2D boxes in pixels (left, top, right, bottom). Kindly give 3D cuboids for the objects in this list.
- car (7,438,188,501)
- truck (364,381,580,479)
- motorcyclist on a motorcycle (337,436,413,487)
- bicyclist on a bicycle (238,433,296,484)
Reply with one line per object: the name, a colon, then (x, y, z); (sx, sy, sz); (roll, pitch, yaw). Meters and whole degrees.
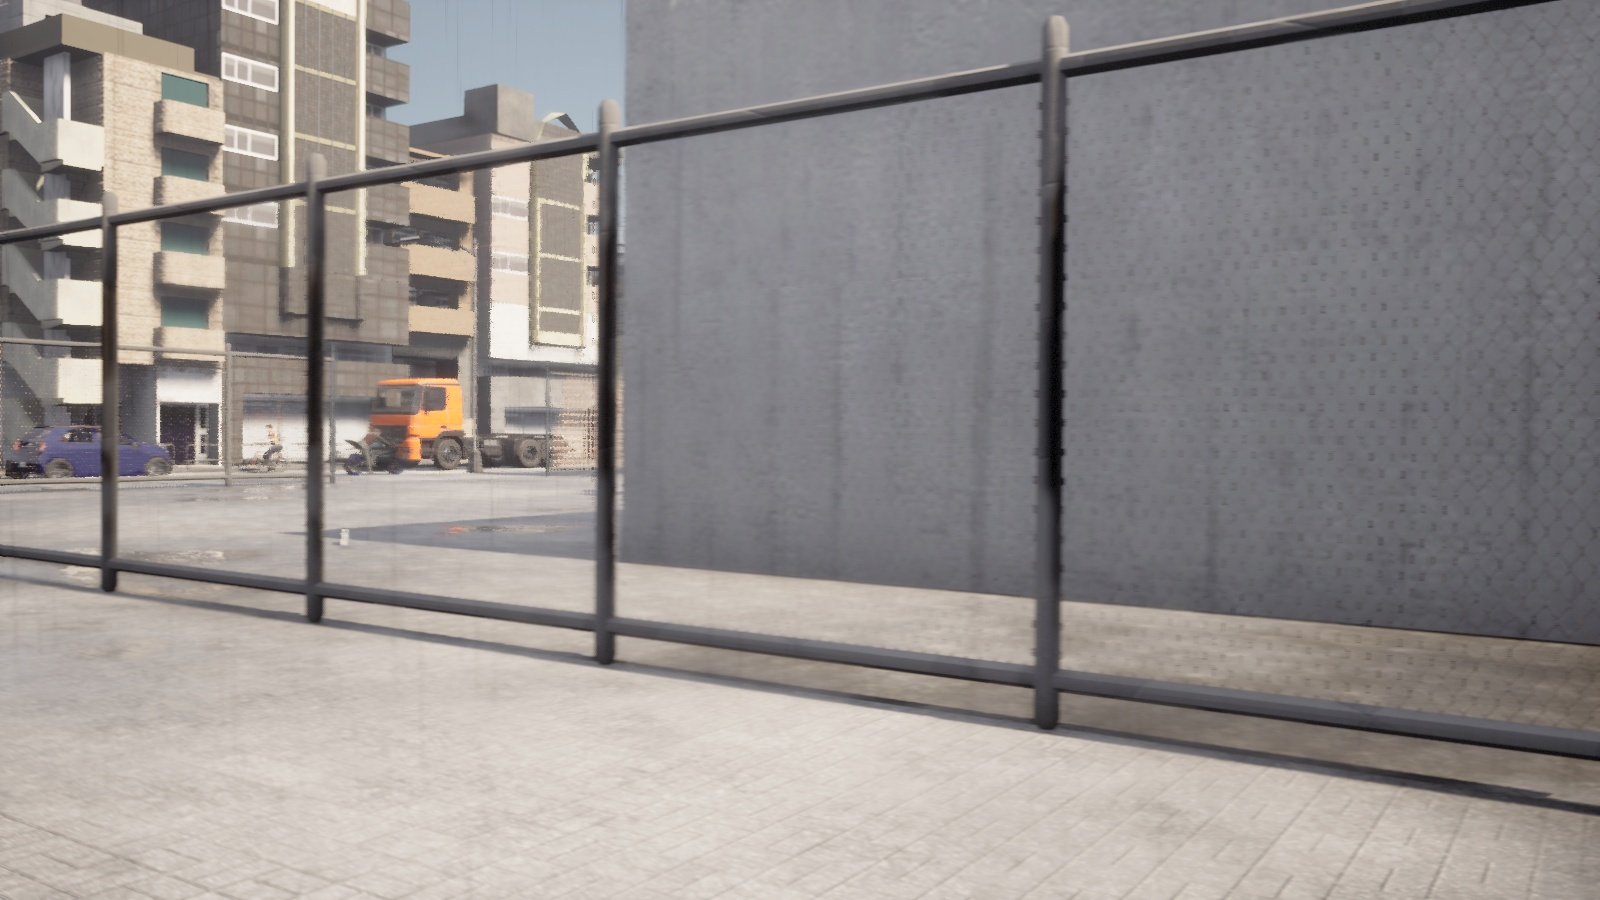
car: (-18.157, 0.465, 32.588); (1.845, 1.501, 3.633); (0, 1, 34)
truck: (-12.452, -0.801, 48.448); (2.891, 3.462, 7.936); (0, 1, 37)
motorcyclist on a motorcycle: (-13.430, 0.346, 39.714); (0.866, 1.530, 2.191); (0, 1, 34)
bicyclist on a bicycle: (-17.389, 0.266, 40.975); (0.866, 1.612, 1.509); (0, 1, 34)
